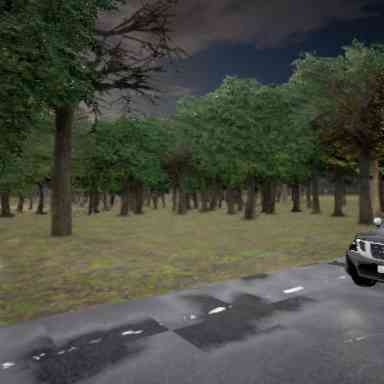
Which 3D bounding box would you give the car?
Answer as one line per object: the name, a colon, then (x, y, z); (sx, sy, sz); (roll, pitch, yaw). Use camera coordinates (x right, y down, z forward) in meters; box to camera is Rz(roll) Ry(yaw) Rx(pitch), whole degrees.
car: (6.182, 1.255, 8.310); (5.566, 2.045, 2.150); (1, 0, -35)
